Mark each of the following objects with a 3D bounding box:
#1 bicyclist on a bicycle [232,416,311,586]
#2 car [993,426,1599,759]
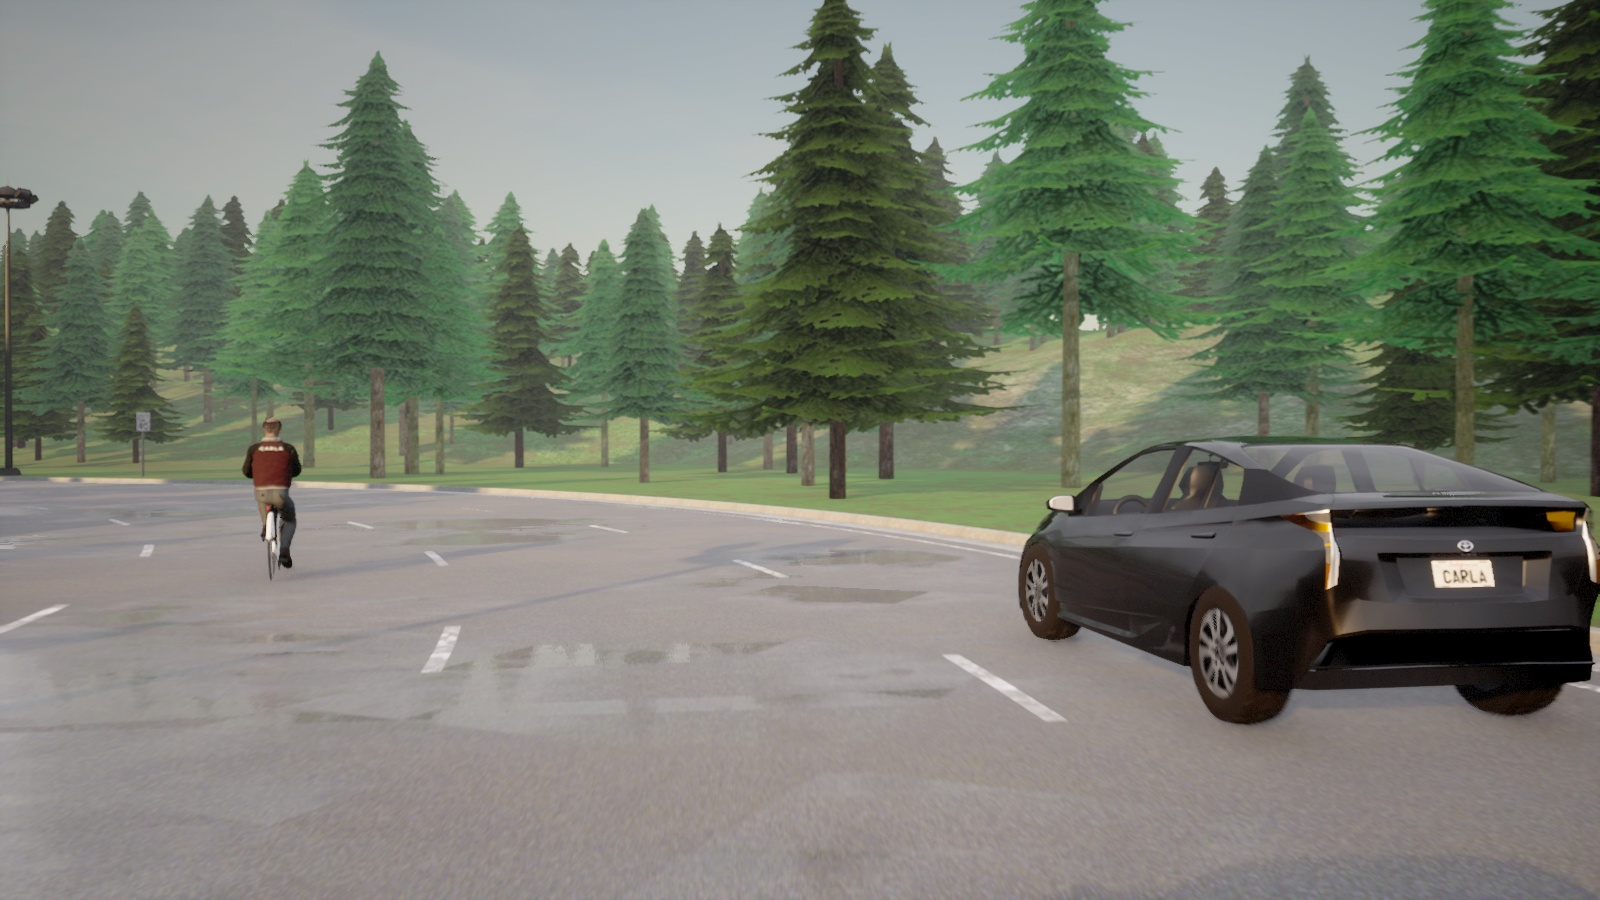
[{"bbox_3d":[-5.882,0.520,14.042,0.659,1.776,1.843,-1,1,-19],"label":"bicyclist on a bicycle"},{"bbox_3d":[2.873,0.637,8.110,2.007,1.525,4.514,0,0,-8],"label":"car"}]
